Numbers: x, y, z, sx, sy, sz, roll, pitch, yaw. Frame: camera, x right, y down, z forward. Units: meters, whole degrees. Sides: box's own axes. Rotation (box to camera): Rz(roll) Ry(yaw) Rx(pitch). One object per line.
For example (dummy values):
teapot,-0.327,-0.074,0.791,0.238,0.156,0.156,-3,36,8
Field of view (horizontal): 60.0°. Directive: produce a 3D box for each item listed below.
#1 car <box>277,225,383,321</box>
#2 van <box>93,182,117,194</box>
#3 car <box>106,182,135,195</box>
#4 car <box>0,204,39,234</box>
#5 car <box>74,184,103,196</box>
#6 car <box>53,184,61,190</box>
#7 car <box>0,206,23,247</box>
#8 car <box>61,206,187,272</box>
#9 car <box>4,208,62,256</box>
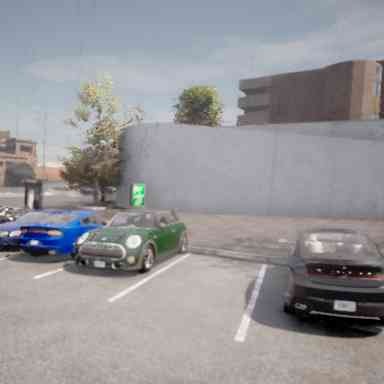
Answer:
car,2.987,1.479,7.329,2.231,1.521,4.892,0,-1,16
van,-16.501,-0.507,63.678,4.442,1.987,1.878,4,7,39
car,-14.051,-0.701,65.301,5.566,2.045,2.435,4,7,39
car,-11.041,1.475,18.171,2.163,1.488,4.792,0,-1,20
car,-19.163,-0.130,62.236,5.008,1.535,2.097,4,7,39
car,-29.734,-1.150,75.570,4.674,1.452,2.002,2,5,37
car,-6.431,1.491,14.450,2.002,1.452,4.674,1,-1,19
car,-1.741,1.337,10.879,2.185,1.767,4.553,1,-1,18
car,-4.106,1.455,12.634,2.097,1.535,5.008,0,-1,18
